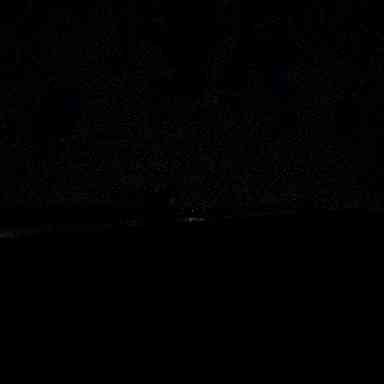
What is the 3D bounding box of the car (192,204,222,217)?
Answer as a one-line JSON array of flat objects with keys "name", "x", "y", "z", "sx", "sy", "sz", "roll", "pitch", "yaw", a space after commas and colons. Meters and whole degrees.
[{"name": "car", "x": 1.936, "y": 2.243, "z": 41.717, "sx": 1.882, "sy": 1.535, "sz": 5.008, "roll": -1, "pitch": -2, "yaw": 35}]
